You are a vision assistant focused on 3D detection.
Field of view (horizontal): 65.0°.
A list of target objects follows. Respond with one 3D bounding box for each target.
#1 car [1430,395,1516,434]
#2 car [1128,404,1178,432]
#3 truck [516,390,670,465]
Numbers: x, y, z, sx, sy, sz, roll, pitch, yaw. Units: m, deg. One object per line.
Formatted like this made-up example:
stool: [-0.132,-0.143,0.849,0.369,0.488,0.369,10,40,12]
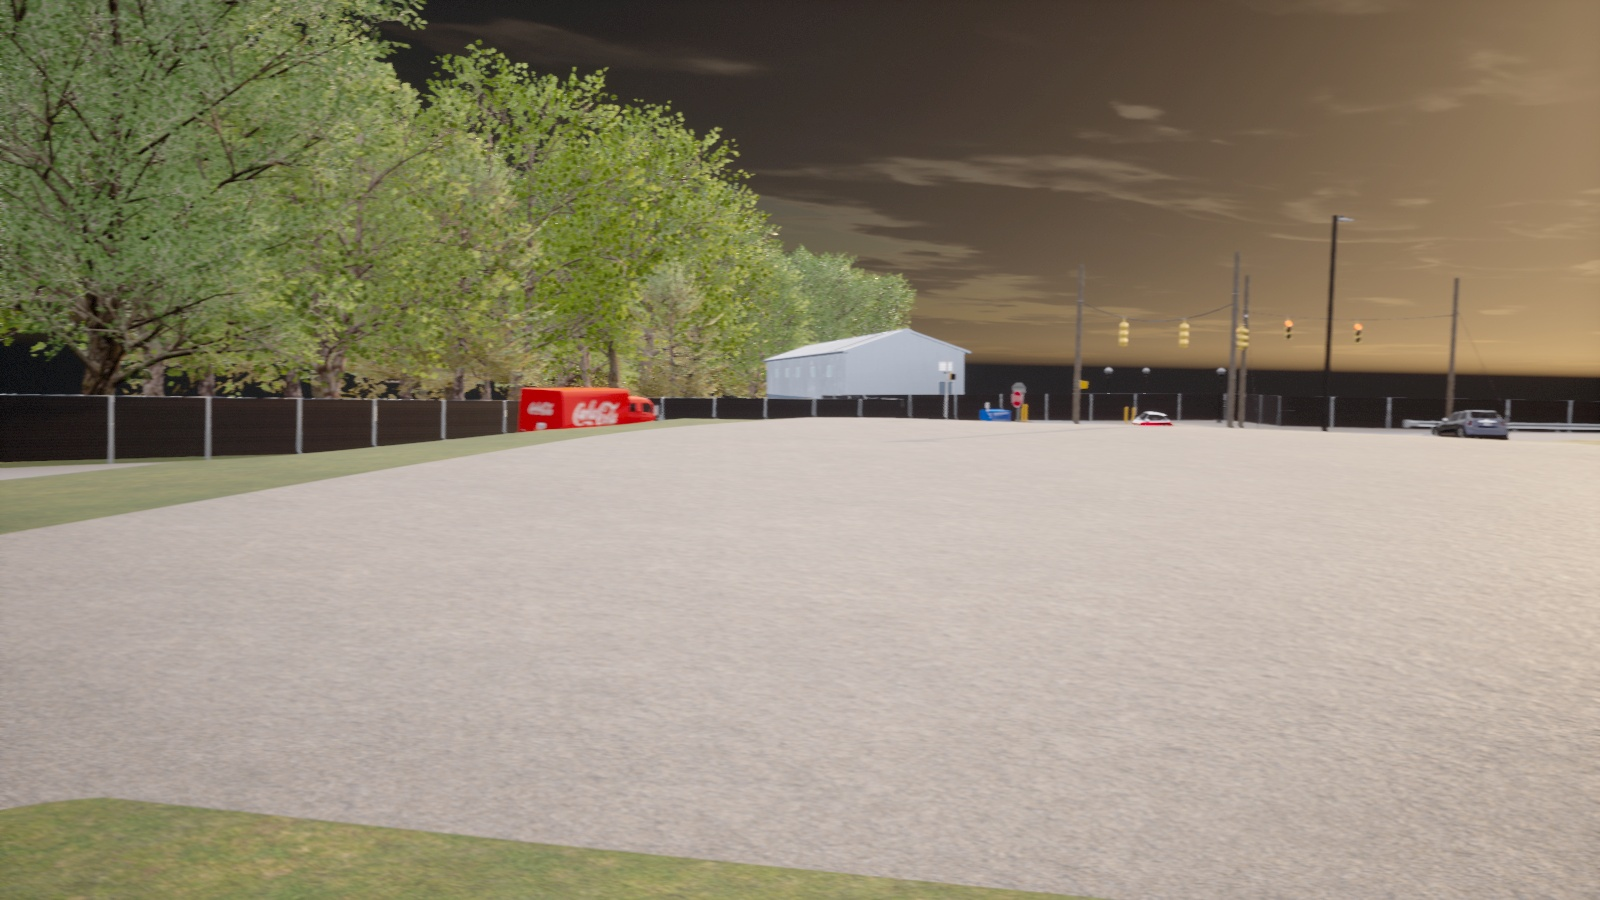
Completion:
car: [29.359,-1.534,54.916,1.970,1.475,3.806,0,-1,5]
car: [19.196,-1.758,68.381,2.207,1.376,1.481,-1,6,-6]
truck: [-7.466,-0.903,45.899,2.627,2.467,5.204,3,5,36]
